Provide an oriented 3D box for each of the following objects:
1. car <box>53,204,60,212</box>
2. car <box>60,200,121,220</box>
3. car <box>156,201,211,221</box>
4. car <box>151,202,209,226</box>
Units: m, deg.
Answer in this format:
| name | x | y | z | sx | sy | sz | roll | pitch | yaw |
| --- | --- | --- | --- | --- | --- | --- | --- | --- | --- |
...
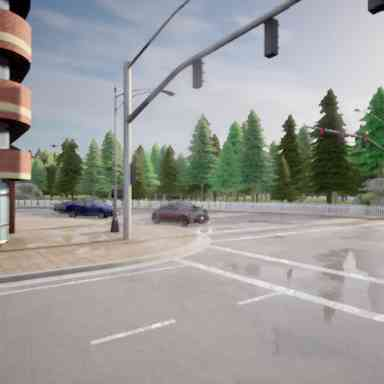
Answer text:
| name | x | y | z | sx | sy | sz | roll | pitch | yaw |
| --- | --- | --- | --- | --- | --- | --- | --- | --- | --- |
| car | -11.256 | 1.498 | 33.215 | 5.357 | 1.411 | 2.033 | 0 | 0 | 20 |
| car | -8.272 | 1.429 | 27.986 | 5.008 | 1.535 | 1.882 | 0 | 0 | 25 |
| car | -0.746 | 1.520 | 27.381 | 4.181 | 1.385 | 1.994 | 0 | 0 | 35 |
| car | -0.864 | 1.518 | 22.879 | 4.181 | 1.385 | 1.994 | 0 | 0 | 40 |
